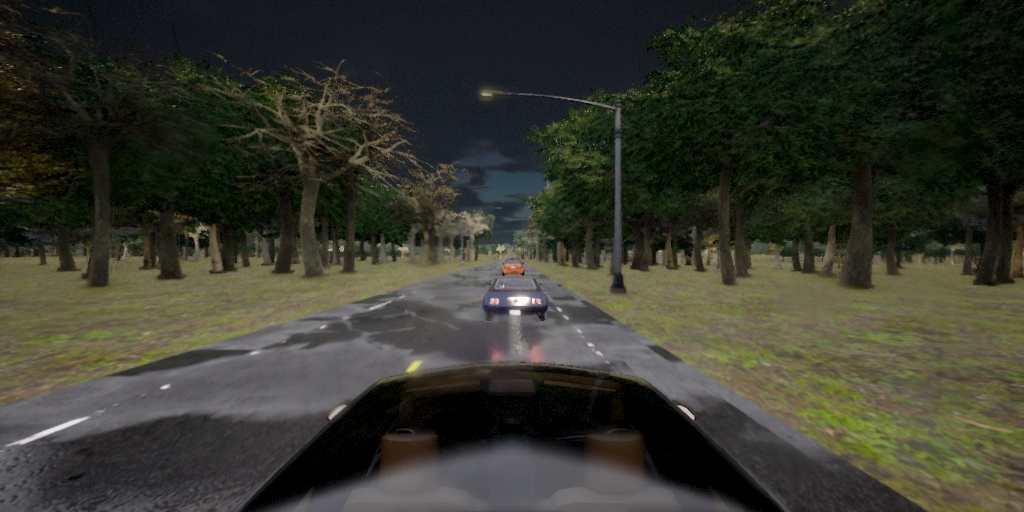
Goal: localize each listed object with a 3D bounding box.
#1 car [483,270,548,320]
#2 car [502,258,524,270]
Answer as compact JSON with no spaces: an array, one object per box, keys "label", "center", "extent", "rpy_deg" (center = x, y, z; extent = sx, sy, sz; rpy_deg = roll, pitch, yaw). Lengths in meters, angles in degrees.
[{"label":"car","center":[0.105,1.326,12.459],"extent":[1.895,1.301,4.718],"rpy_deg":[0,0,0]},{"label":"car","center":[0.114,1.018,34.757],"extent":[2.097,1.767,4.553],"rpy_deg":[0,0,0]}]
